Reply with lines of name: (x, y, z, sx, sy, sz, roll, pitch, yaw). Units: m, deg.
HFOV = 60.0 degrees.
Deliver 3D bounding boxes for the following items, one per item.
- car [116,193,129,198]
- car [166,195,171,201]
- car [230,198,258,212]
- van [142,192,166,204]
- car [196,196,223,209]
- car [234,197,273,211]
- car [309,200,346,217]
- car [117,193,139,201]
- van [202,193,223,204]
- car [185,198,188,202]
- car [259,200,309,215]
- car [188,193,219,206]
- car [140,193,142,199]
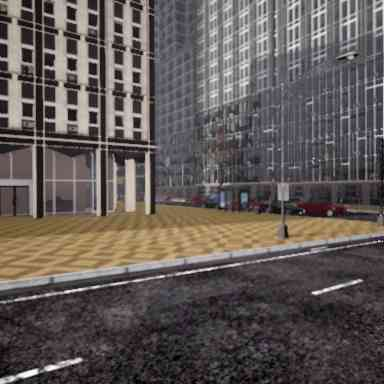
car: (-18.906, 0.993, 90.532, 2.008, 1.369, 4.403, 0, 0, -34)
car: (-6.097, 1.237, 71.751, 1.802, 1.307, 4.206, 0, 0, -34)
car: (6.100, 1.613, 38.795, 1.802, 1.307, 4.206, 0, 0, -34)
van: (-6.614, 1.167, 57.637, 1.690, 1.788, 3.998, 0, 0, -34)
car: (2.947, 1.546, 43.523, 1.947, 1.339, 4.313, 0, 0, -34)
car: (7.556, 1.476, 41.444, 1.882, 1.535, 5.008, -1, 1, -34)
car: (12.971, 1.561, 33.503, 1.882, 1.535, 5.008, -1, 1, -34)
car: (-13.021, 1.272, 67.029, 2.008, 1.369, 4.403, 0, 0, -34)
van: (3.511, 1.153, 57.662, 1.690, 1.788, 3.998, 0, 0, -34)
car: (0.308, 1.342, 62.359, 1.802, 1.307, 4.206, 0, 0, -34)
car: (9.289, 1.648, 34.088, 1.947, 1.339, 4.313, 0, 0, -34)
car: (1.888, 1.260, 49.739, 2.097, 1.767, 4.553, -1, 1, -35)
car: (-9.298, 0.917, 76.444, 2.192, 1.841, 5.009, 0, 0, -34)
